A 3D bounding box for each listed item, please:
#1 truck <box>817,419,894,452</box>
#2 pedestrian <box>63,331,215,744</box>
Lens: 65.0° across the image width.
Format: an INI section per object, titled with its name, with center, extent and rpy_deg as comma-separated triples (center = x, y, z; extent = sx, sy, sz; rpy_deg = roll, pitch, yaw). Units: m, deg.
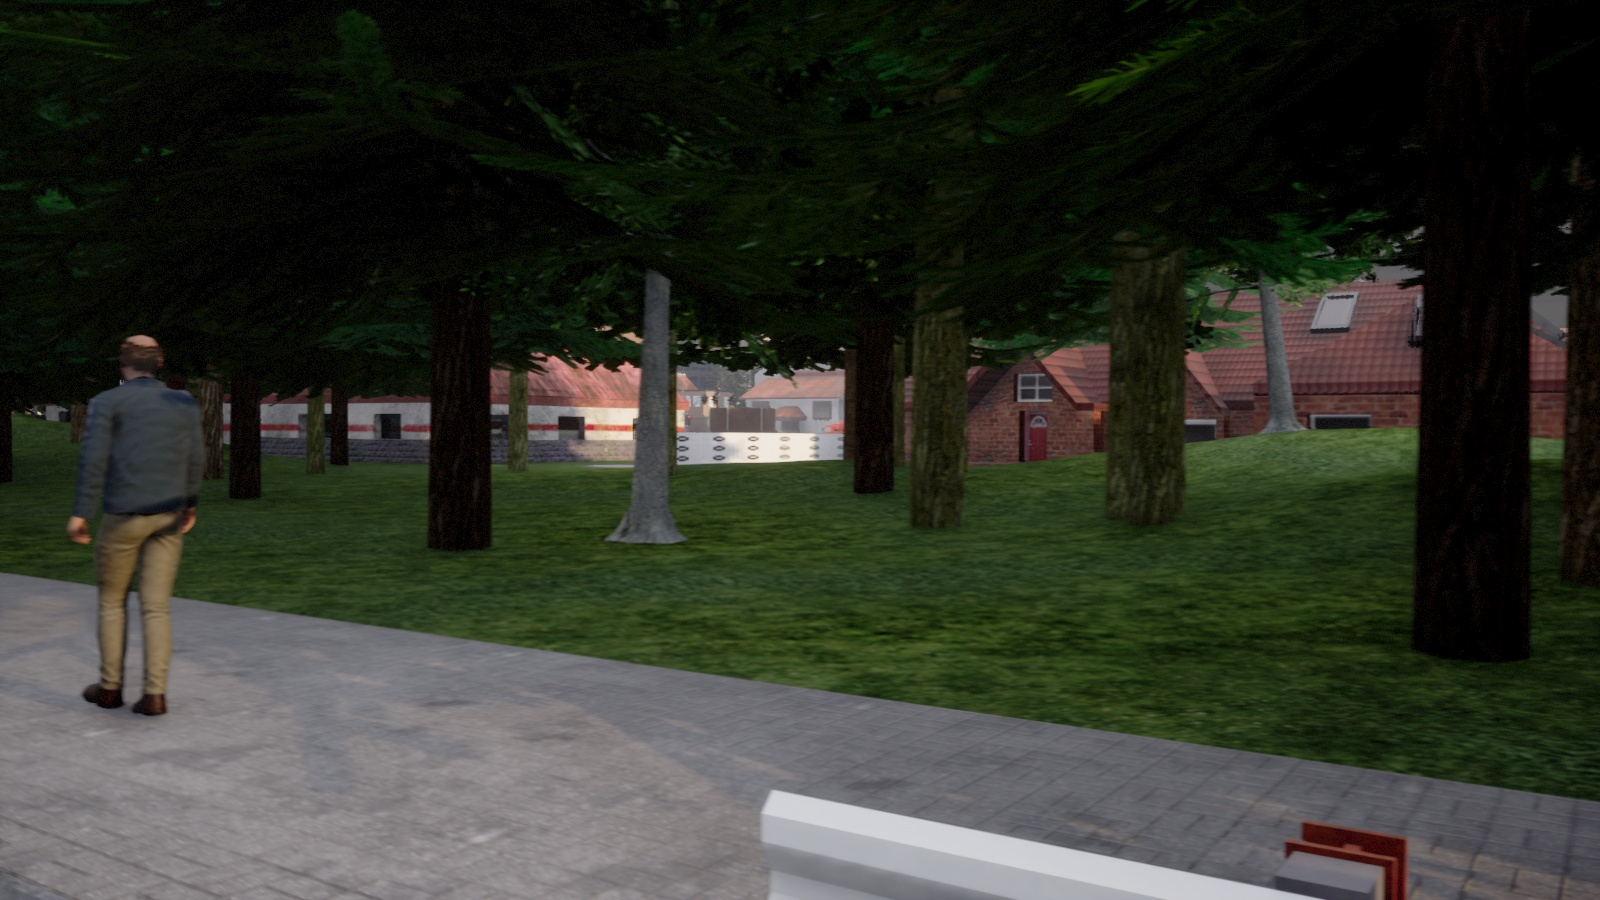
[truck]
center = 4.183, -1.094, 95.310
extent = 5.204, 2.467, 2.627
rpy_deg = 0, 1, 34
[pedestrian]
center = -3.155, 0.388, 5.983
extent = 0.726, 1.842, 0.402
rpy_deg = 0, 1, 44
